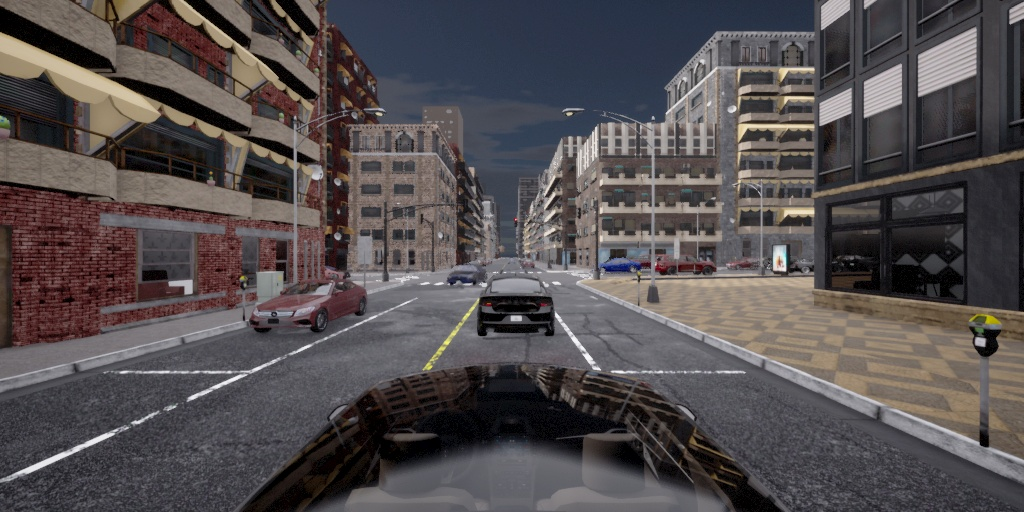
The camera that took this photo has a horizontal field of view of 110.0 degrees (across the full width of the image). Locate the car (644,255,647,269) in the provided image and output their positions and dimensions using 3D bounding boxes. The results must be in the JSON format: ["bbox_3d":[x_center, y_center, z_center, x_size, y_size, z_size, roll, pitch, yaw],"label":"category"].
[{"bbox_3d":[14.562,0.764,39.093,5.009,1.841,2.192,0,0,-1],"label":"car"}]

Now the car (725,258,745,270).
[{"bbox_3d":[25.653,0.824,39.194,4.207,1.307,1.802,0,0,-1],"label":"car"}]

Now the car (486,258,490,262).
[{"bbox_3d":[-5.712,1.086,64.115,2.192,1.841,5.009,0,0,0],"label":"car"}]

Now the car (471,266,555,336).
[{"bbox_3d":[0.096,1.227,10.388,1.882,1.535,5.008,0,0,0],"label":"car"}]

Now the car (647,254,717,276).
[{"bbox_3d":[14.699,0.778,30.713,5.009,1.841,2.192,0,0,-1],"label":"car"}]

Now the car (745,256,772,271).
[{"bbox_3d":[27.075,0.727,36.615,4.892,1.490,1.837,-1,0,0],"label":"car"}]

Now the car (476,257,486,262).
[{"bbox_3d":[-5.711,1.293,58.262,1.751,1.417,4.829,0,0,0],"label":"car"}]

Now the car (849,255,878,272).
[{"bbox_3d":[31.340,0.717,30.865,4.313,1.339,1.948,0,0,-1],"label":"car"}]

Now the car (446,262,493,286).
[{"bbox_3d":[-3.067,1.317,25.458,2.033,1.411,5.357,-1,-1,8],"label":"car"}]

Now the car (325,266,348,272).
[{"bbox_3d":[-17.188,1.610,33.010,4.181,1.385,1.994,-1,0,-1],"label":"car"}]

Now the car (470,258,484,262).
[{"bbox_3d":[-5.708,1.330,52.750,1.948,1.339,4.313,0,0,0],"label":"car"}]

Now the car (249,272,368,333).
[{"bbox_3d":[-5.744,1.332,10.726,1.802,1.307,4.207,0,0,0],"label":"car"}]

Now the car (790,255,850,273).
[{"bbox_3d":[25.793,0.822,30.814,4.313,1.339,1.948,0,0,-1],"label":"car"}]

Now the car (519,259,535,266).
[{"bbox_3d":[2.670,1.207,58.437,1.967,1.591,4.097,0,0,0],"label":"car"}]

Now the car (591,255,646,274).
[{"bbox_3d":[10.520,1.007,36.469,5.008,1.535,1.882,-1,0,-1],"label":"car"}]
